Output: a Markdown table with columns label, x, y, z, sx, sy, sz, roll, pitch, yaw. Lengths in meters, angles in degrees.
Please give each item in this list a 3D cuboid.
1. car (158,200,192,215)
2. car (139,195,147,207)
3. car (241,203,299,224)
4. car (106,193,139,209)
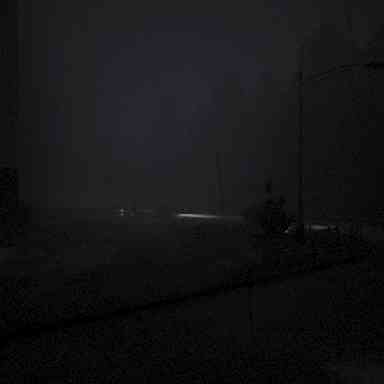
| label | x | y | z | sx | sy | sz | roll | pitch | yaw |
| --- | --- | --- | --- | --- | --- | --- | --- | --- | --- |
| car | -1.799 | 1.564 | 34.166 | 1.994 | 1.385 | 4.181 | 0 | 0 | -36 |
| car | -8.689 | 1.352 | 50.983 | 2.097 | 1.767 | 4.553 | 0 | 0 | -36 |
| car | 5.557 | 1.526 | 23.921 | 1.812 | 1.442 | 4.674 | 0 | 0 | -36 |
| car | -9.831 | 1.218 | 45.401 | 2.150 | 2.045 | 5.566 | 0 | 0 | -35 |
